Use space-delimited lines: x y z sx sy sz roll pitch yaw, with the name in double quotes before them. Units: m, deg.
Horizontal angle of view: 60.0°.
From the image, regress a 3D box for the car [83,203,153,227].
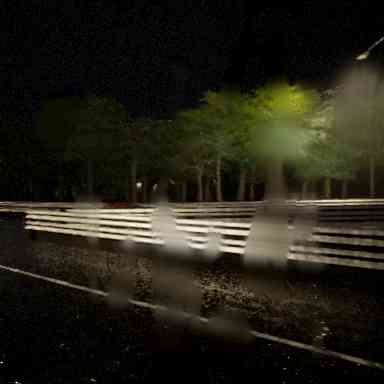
"car" -5.092 1.470 22.076 5.008 1.535 1.882 -1 0 14
